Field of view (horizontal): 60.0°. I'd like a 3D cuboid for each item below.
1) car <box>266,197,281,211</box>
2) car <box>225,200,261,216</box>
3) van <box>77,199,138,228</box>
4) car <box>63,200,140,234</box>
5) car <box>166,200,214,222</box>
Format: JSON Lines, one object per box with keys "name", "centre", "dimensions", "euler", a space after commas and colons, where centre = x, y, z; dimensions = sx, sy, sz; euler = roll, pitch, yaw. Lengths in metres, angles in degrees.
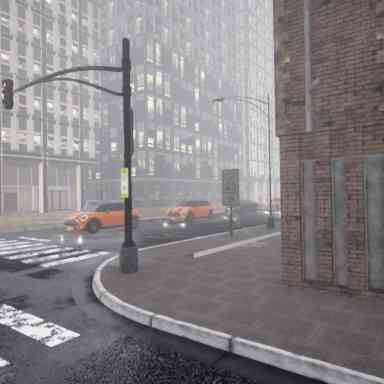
{"name": "car", "centre": [11.095, 1.471, 42.508], "dimensions": [2.097, 1.767, 4.553], "euler": [-1, -1, 36]}
{"name": "car", "centre": [5.157, 1.590, 34.324], "dimensions": [2.128, 1.511, 4.902], "euler": [-1, -1, 36]}
{"name": "van", "centre": [-5.881, 1.460, 23.468], "dimensions": [1.690, 1.788, 3.998], "euler": [-2, -1, 36]}
{"name": "car", "centre": [-5.320, 1.416, 19.869], "dimensions": [2.097, 1.767, 4.553], "euler": [-1, -1, 37]}
{"name": "car", "centre": [-0.117, 1.432, 27.026], "dimensions": [2.097, 1.767, 4.553], "euler": [-1, -1, 36]}
